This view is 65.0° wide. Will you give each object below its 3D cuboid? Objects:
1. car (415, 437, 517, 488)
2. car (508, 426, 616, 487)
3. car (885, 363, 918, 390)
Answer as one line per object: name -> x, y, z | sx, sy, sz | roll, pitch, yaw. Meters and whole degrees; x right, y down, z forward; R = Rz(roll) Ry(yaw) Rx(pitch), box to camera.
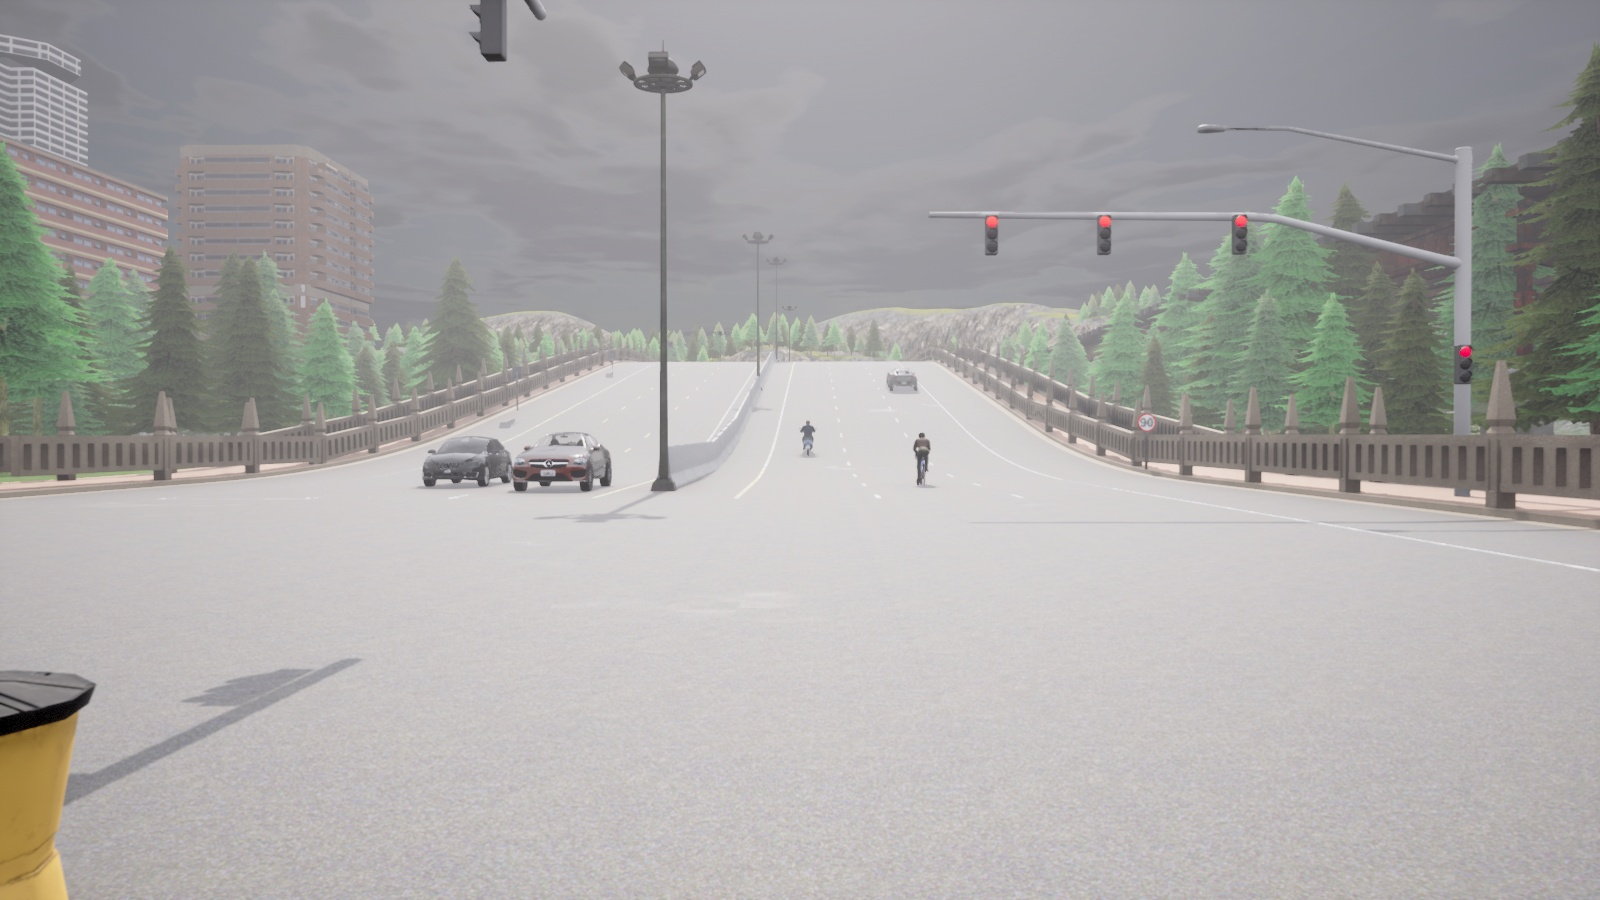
car -> -10.268, 0.334, 39.022 | 1.837, 1.490, 4.892 | 0, 1, 0
car -> -6.784, 0.140, 36.315 | 2.152, 1.651, 5.027 | 0, 1, 0
car -> 7.808, -5.685, 96.752 | 2.152, 1.651, 5.027 | 0, 8, 1
